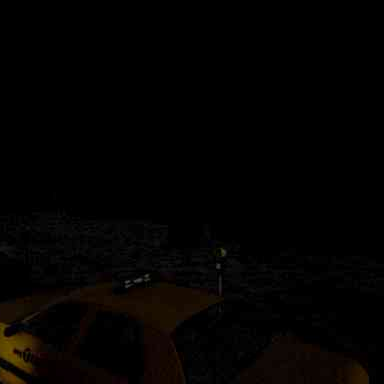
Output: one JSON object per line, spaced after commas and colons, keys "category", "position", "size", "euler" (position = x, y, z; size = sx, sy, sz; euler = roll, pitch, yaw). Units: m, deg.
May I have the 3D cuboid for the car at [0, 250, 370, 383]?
{"category": "car", "position": [-0.785, 1.525, 3.526], "size": [4.829, 1.417, 1.752], "euler": [0, 0, 36]}
